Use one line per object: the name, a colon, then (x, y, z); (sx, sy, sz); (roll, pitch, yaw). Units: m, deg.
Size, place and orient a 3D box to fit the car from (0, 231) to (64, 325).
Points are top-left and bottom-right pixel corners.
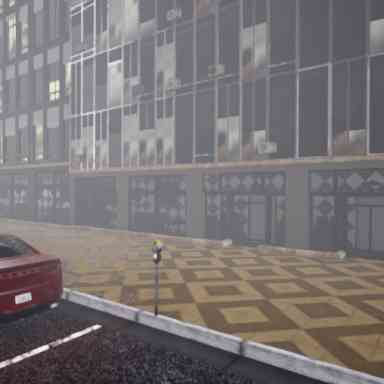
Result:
car: (-4.596, 1.472, 6.531); (5.008, 1.535, 1.882); (0, 0, 35)
